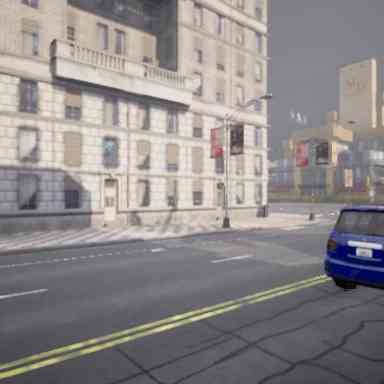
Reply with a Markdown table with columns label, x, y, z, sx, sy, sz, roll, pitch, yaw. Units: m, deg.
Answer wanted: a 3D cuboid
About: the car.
| label | x | y | z | sx | sy | sz | roll | pitch | yaw |
| --- | --- | --- | --- | --- | --- | --- | --- | --- | --- |
| car | 5.495 | 1.310 | 8.221 | 5.566 | 2.045 | 2.150 | 1 | -1 | -38 |
